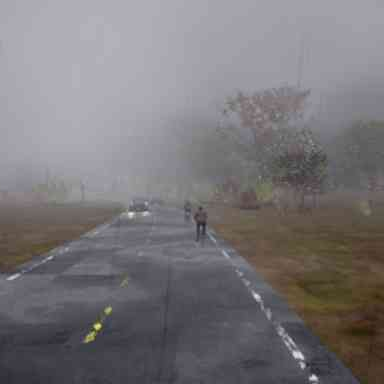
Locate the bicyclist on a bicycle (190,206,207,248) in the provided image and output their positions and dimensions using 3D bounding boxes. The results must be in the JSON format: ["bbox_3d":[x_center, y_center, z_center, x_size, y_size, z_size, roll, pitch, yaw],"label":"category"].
[{"bbox_3d":[0.372,1.420,13.687,0.582,1.620,1.656,0,0,-3],"label":"bicyclist on a bicycle"}]

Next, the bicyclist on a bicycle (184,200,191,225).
[{"bbox_3d":[-0.286,1.401,22.751,0.582,1.620,1.656,0,0,-5],"label":"bicyclist on a bicycle"}]

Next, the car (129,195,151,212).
[{"bbox_3d":[-6.077,1.277,38.058,2.097,1.767,4.553,0,0,-9],"label":"car"}]

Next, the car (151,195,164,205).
[{"bbox_3d":[-5.868,1.248,54.647,2.097,1.767,4.553,0,0,-12],"label":"car"}]

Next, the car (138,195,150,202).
[{"bbox_3d":[-10.544,1.352,73.070,1.882,1.535,5.008,0,0,-16],"label":"car"}]
